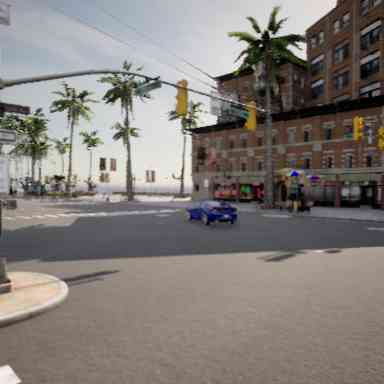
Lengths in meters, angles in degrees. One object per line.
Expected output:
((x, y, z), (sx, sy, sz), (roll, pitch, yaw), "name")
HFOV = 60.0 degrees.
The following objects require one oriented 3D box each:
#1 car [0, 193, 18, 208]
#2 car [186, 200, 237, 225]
((-20.337, 0.922, 35.686), (1.882, 1.535, 5.008), (0, 1, -44), "car")
((1.143, 1.243, 21.845), (1.882, 1.535, 5.008), (1, 0, -21), "car")
